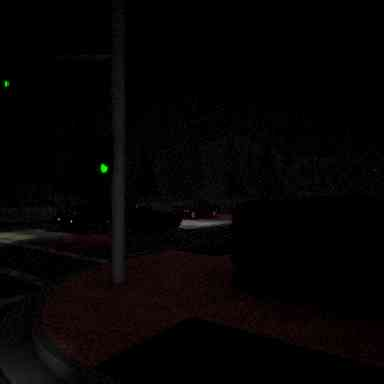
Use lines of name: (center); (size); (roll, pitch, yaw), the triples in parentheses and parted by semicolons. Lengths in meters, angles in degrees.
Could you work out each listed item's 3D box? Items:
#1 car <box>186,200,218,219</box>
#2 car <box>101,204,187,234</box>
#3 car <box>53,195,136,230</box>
car: (0.386, 1.478, 29.401); (1.882, 1.535, 5.008); (0, 0, 39)
car: (-2.655, 1.601, 19.540); (1.895, 1.301, 4.718); (0, 0, 38)
car: (-5.979, 1.221, 21.385); (2.150, 2.045, 5.566); (0, 0, 38)
